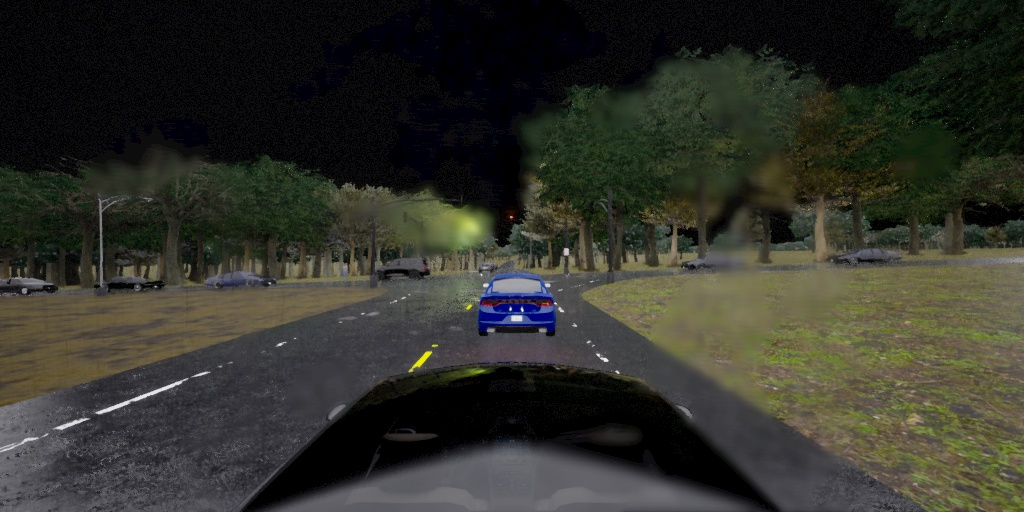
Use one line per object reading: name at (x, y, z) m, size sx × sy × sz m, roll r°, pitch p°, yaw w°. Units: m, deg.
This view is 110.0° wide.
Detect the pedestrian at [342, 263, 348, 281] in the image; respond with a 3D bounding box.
pedestrian at (-17.867, 1.680, 38.375) m, size 0.375 × 1.860 × 0.375 m, roll 0°, pitch 1°, yaw 3°

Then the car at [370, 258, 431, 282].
car at (-10.571, 1.313, 34.142) m, size 5.566 × 2.045 × 2.150 m, roll -2°, pitch -1°, yaw 3°

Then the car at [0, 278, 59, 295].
car at (-43.516, 2.671, 31.963) m, size 4.892 × 1.490 × 1.837 m, roll -2°, pitch -1°, yaw 3°

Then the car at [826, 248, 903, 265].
car at (31.667, 0.017, 32.312) m, size 5.357 × 1.411 × 2.033 m, roll -2°, pitch -1°, yaw 2°

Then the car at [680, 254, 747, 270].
car at (18.449, 0.538, 32.884) m, size 5.357 × 1.411 × 2.033 m, roll -2°, pitch -1°, yaw 2°

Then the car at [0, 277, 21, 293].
car at (-53.081, 2.977, 36.097) m, size 5.008 × 1.535 × 1.882 m, roll -2°, pitch -1°, yaw 2°

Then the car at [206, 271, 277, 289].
car at (-23.430, 2.047, 31.048) m, size 5.357 × 1.411 × 2.033 m, roll -2°, pitch -1°, yaw 6°

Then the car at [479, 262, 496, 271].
car at (-3.875, 1.678, 53.535) m, size 2.128 × 1.511 × 4.902 m, roll 0°, pitch -1°, yaw -1°

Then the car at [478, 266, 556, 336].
car at (0.139, 1.233, 10.418) m, size 1.882 × 1.535 × 5.008 m, roll 0°, pitch 0°, yaw 1°

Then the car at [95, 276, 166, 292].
car at (-33.352, 2.437, 31.480) m, size 4.718 × 1.301 × 1.895 m, roll -2°, pitch -1°, yaw 3°

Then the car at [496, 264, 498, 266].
car at (-4.003, 1.846, 62.921) m, size 2.128 × 1.511 × 4.902 m, roll 0°, pitch -1°, yaw -1°
